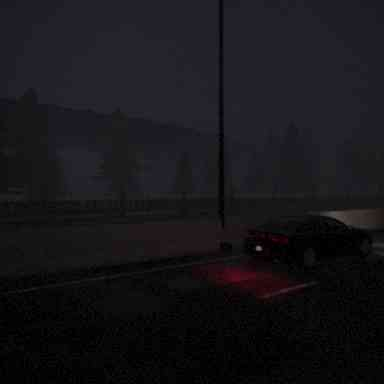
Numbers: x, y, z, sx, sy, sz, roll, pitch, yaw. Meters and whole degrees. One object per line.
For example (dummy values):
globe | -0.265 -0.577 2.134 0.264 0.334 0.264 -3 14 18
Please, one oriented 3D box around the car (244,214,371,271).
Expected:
car | 3.938 1.449 10.927 5.008 1.535 1.882 0 0 -35
